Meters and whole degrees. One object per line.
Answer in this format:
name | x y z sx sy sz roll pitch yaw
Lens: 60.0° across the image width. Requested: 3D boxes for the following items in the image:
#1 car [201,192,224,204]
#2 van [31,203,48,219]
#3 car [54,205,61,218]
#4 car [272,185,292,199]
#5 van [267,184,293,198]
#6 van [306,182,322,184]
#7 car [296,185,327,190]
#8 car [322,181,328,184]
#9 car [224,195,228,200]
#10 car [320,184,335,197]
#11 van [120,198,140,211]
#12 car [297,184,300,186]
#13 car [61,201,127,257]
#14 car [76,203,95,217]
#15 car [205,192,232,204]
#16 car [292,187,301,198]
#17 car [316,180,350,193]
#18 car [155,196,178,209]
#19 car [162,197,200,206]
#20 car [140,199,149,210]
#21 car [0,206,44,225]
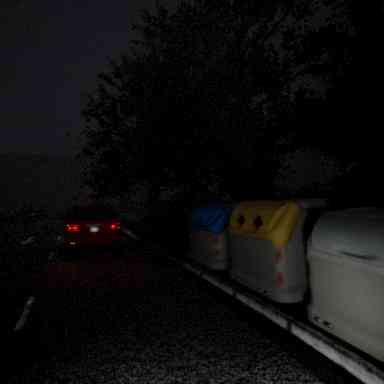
car | 0.885 1.046 36.338 2.435 2.045 5.566 -4 1 -20
van | -19.624 2.461 42.759 1.878 1.987 4.442 -4 1 -20
car | -16.948 2.482 43.632 2.097 1.535 5.008 -4 1 -20
car | 8.698 0.452 39.242 2.435 2.045 5.566 -4 1 -20
van | 14.527 -0.133 55.207 1.878 1.987 4.442 -4 1 -20
van | 19.690 -0.517 57.372 1.878 1.987 4.442 -4 1 -20
car | 13.924 0.345 41.182 2.163 1.488 4.792 -4 1 -20
car | 22.349 -0.612 58.267 2.185 1.767 4.553 -4 1 -20
car | 3.634 1.127 37.328 2.002 1.452 4.674 -4 1 -20
car | 16.534 0.123 42.127 2.097 1.535 5.008 -4 1 -20
van | -9.141 1.650 46.657 1.878 1.987 4.442 -4 1 -20
car | 17.122 -0.098 56.298 2.231 1.521 4.892 -4 1 -20
car | -4.486 1.569 14.981 2.150 2.045 5.566 -1 -1 -18
car | -14.334 2.309 44.630 2.163 1.488 4.792 -4 1 -20
car | 4.010 0.901 51.450 2.163 1.488 4.792 -4 1 -20
car | 11.339 0.537 40.159 2.163 1.488 4.792 -4 1 -20
car | 24.982 -0.928 59.180 2.435 2.045 5.566 -4 1 -20
car | -3.779 1.463 48.325 1.946 1.575 5.366 -4 1 -20
car | -1.603 1.238 35.412 2.435 2.045 5.566 -4 1 -20
car | -6.451 1.700 47.498 2.163 1.488 4.792 -4 1 -20
car | -19.223 2.762 36.215 4.902 1.511 2.128 -4 0 15
